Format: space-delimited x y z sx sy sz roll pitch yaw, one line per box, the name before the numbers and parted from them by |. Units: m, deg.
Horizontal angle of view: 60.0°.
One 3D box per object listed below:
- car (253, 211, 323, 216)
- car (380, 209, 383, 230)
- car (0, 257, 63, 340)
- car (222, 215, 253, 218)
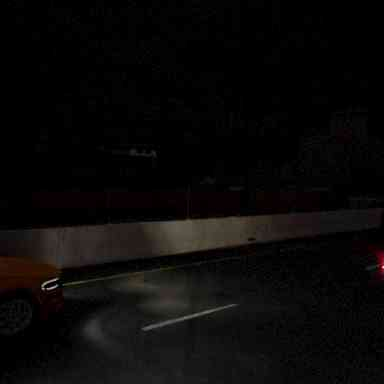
car | 6.650 1.507 21.759 4.902 1.511 2.128 0 0 -36
car | 11.453 1.223 16.350 5.566 2.045 2.150 0 0 -36
car | -4.558 1.488 4.887 5.008 1.535 1.882 0 0 -35
car | 4.237 1.584 24.334 4.181 1.385 1.994 0 0 -36
